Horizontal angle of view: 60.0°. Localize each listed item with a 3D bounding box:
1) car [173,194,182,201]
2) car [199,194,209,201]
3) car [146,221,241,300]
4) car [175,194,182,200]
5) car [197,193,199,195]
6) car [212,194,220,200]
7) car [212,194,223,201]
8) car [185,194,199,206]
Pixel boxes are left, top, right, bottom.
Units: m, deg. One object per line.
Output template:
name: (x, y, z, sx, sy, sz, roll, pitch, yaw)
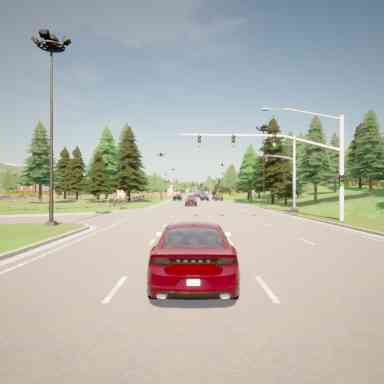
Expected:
car: (-3.745, 1.469, 83.664, 1.882, 1.535, 5.008, 0, 0, 0)
car: (3.254, 1.516, 84.101, 1.812, 1.442, 4.674, 0, 0, 0)
car: (0.038, 1.478, 8.459, 1.882, 1.535, 5.008, 0, 0, 0)
car: (-3.776, 1.310, 94.084, 1.882, 1.535, 5.008, 0, 0, 0)
car: (3.224, 1.357, 94.105, 2.128, 1.511, 4.902, 0, 0, 0)
car: (6.724, 1.372, 94.115, 2.033, 1.411, 5.357, 0, 0, 0)
car: (6.755, 1.516, 83.695, 2.128, 1.511, 4.902, 0, 0, 0)
car: (-0.155, 1.525, 53.062, 1.812, 1.442, 4.674, 0, 0, 0)
